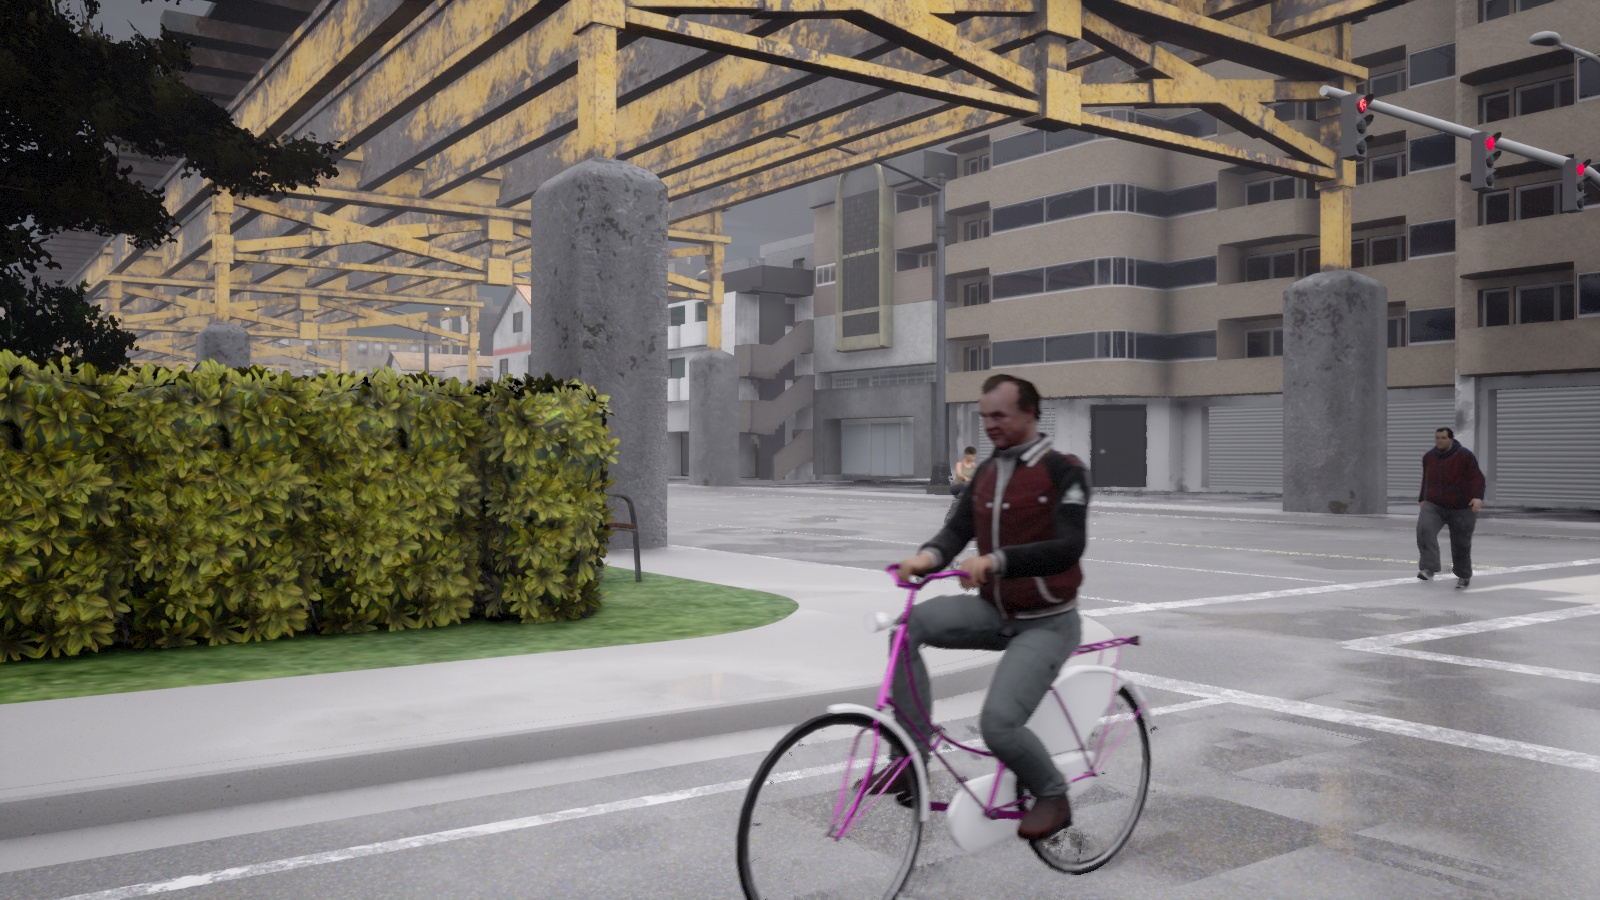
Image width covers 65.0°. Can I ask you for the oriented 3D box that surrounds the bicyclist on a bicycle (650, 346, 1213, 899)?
[{"bbox_3d":[0.487,0.624,4.062,1.843,1.776,0.659,0,0,-36],"label":"bicyclist on a bicycle"}]

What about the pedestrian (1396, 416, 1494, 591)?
[{"bbox_3d":[7.047,0.562,13.712,0.899,1.844,0.634,0,0,-38],"label":"pedestrian"}]
